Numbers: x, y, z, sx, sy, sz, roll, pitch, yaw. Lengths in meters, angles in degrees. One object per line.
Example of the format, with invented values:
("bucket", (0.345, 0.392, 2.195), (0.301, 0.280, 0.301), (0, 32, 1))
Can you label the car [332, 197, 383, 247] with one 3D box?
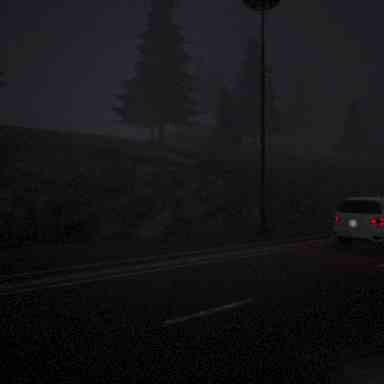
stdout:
("car", (8.150, 1.224, 13.879), (5.566, 2.045, 2.150), (0, 0, -36))
